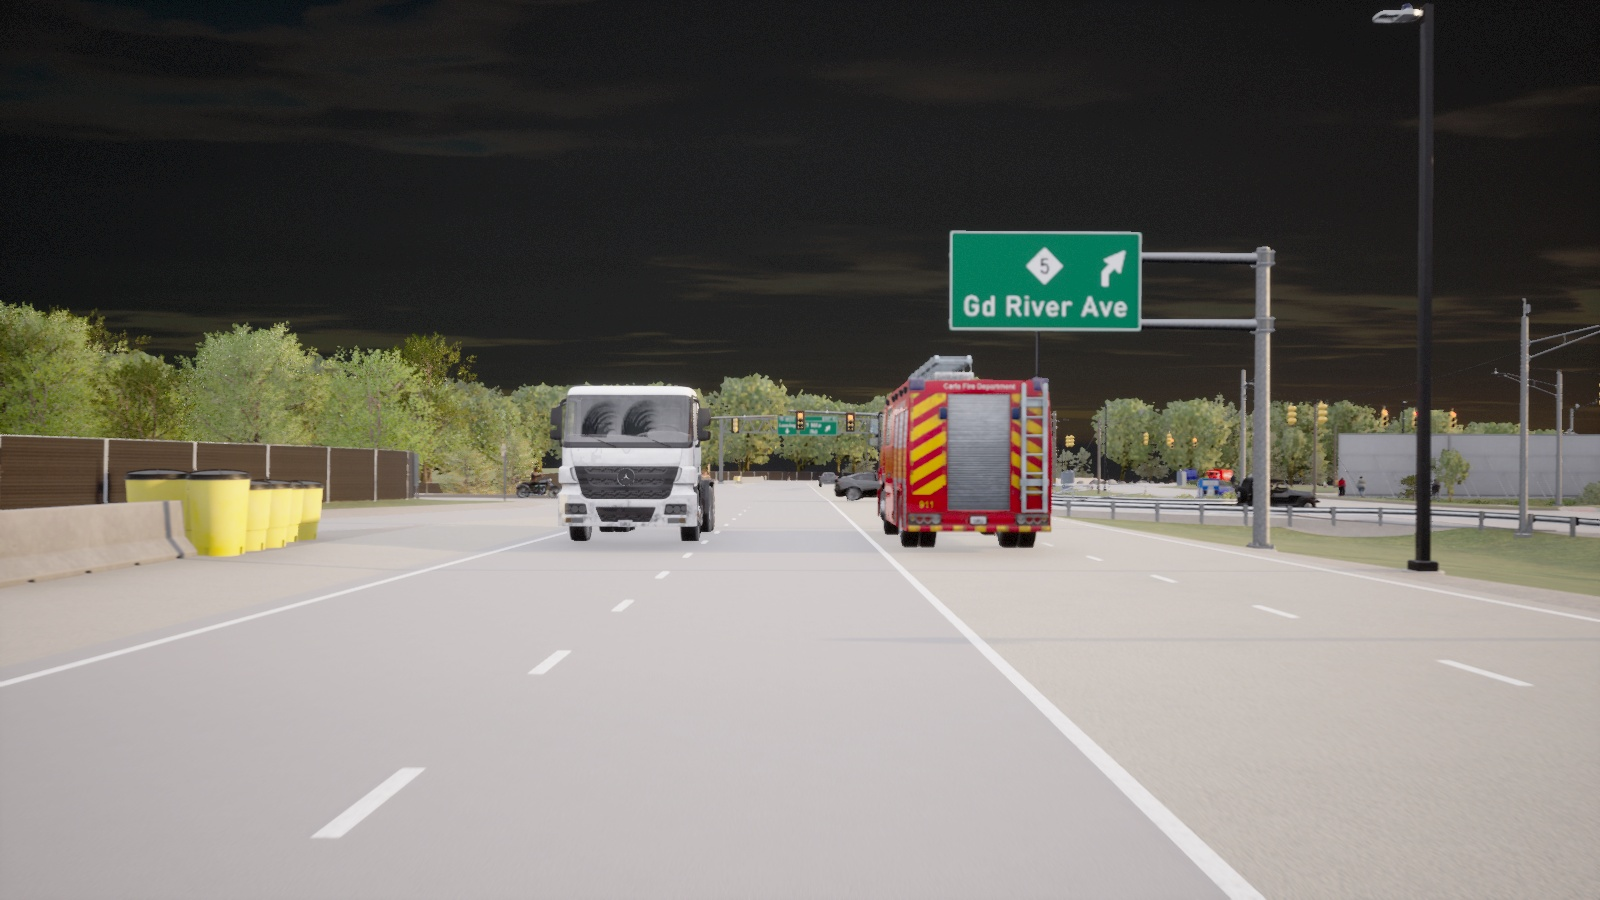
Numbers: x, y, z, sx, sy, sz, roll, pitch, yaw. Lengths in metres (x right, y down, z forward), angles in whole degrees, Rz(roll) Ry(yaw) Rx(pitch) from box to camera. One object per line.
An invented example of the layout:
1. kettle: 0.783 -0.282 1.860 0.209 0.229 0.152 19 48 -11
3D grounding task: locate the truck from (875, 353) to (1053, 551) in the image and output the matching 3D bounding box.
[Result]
1. truck: 3.429 0.097 28.559 2.891 3.827 8.468 0 -1 0

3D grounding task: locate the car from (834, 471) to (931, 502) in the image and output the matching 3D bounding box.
1. car: 4.128 1.830 63.624 4.792 1.488 2.163 0 -1 0

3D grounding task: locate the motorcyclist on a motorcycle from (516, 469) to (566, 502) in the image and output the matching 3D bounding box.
1. motorcyclist on a motorcycle: -13.113 1.785 63.514 2.350 1.649 0.766 0 0 1

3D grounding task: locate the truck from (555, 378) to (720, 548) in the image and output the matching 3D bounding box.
1. truck: -3.573 0.326 29.620 2.891 3.462 7.936 0 -1 0

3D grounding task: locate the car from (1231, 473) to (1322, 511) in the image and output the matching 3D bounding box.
1. car: 24.128 2.112 63.692 3.866 1.878 1.905 0 -1 0
